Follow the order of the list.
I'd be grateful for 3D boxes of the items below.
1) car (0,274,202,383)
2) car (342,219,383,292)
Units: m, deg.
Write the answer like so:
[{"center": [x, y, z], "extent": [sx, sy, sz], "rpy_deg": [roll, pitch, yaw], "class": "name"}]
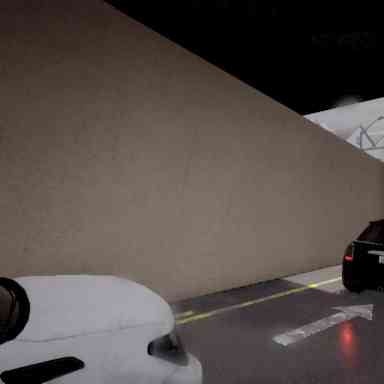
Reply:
[{"center": [-2.573, 1.221, 1.953], "extent": [5.566, 2.045, 2.150], "rpy_deg": [0, 0, -35], "class": "car"}, {"center": [5.521, 1.352, 7.702], "extent": [4.553, 1.767, 2.097], "rpy_deg": [0, 0, -36], "class": "car"}]
